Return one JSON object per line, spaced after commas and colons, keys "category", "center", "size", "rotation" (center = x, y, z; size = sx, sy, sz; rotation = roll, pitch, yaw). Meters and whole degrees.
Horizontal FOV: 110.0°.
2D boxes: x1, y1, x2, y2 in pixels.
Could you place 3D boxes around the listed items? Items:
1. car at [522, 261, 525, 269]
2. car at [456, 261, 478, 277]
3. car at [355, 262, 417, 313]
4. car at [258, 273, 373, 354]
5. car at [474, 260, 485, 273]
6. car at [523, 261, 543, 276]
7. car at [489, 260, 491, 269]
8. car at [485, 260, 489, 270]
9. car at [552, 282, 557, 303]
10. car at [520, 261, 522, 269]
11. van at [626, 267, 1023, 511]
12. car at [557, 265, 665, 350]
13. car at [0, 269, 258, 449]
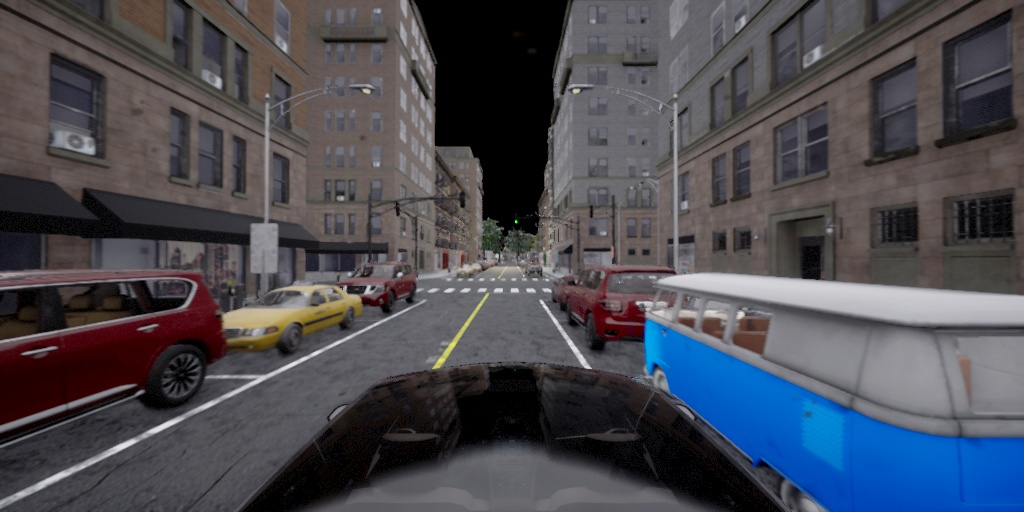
{"category": "car", "center": [2.650, 1.685, 47.342], "size": [1.888, 1.381, 4.507], "rotation": [0, 0, 0]}
{"category": "car", "center": [-5.405, 1.619, 41.693], "size": [1.751, 1.417, 4.829], "rotation": [0, 0, 0]}
{"category": "car", "center": [-5.398, 1.177, 14.857], "size": [2.192, 1.841, 5.009], "rotation": [0, 0, 0]}
{"category": "car", "center": [-5.398, 1.340, 9.008], "size": [1.751, 1.417, 4.829], "rotation": [0, 0, 0]}
{"category": "car", "center": [-5.398, 1.713, 52.656], "size": [1.751, 1.417, 4.829], "rotation": [0, 0, 0]}
{"category": "car", "center": [2.648, 1.644, 41.861], "size": [2.007, 1.370, 4.403], "rotation": [0, 0, 0]}
{"category": "car", "center": [-5.391, 1.723, 63.790], "size": [1.967, 1.591, 4.097], "rotation": [0, 0, 0]}
{"category": "car", "center": [-5.395, 1.550, 58.308], "size": [2.192, 1.841, 5.009], "rotation": [0, 0, 0]}
{"category": "car", "center": [2.641, 1.444, 14.854], "size": [1.802, 1.307, 4.207], "rotation": [0, 0, 0]}
{"category": "car", "center": [2.651, 1.738, 52.824], "size": [2.007, 1.370, 4.403], "rotation": [0, 0, 0]}
{"category": "van", "center": [2.638, 1.106, 3.496], "size": [1.690, 1.789, 3.998], "rotation": [0, 0, 0]}
{"category": "car", "center": [2.639, 1.129, 9.175], "size": [2.192, 1.841, 5.009], "rotation": [0, 0, 0]}
{"category": "car", "center": [-5.399, 1.080, 3.501], "size": [2.192, 1.841, 5.009], "rotation": [0, 0, 0]}
